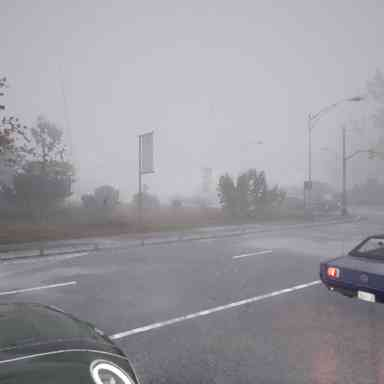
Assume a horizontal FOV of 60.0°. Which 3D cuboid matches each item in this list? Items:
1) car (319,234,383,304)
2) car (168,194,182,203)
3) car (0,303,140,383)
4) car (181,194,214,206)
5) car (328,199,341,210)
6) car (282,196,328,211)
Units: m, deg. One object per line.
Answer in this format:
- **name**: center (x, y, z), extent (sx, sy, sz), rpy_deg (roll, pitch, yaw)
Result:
- **car**: center (4.942, 1.573, 7.254), extent (4.718, 1.301, 1.895), rpy_deg (0, 0, -35)
- **car**: center (-2.235, 1.119, 58.895), extent (2.097, 1.767, 4.553), rpy_deg (-1, 0, -38)
- **car**: center (-2.531, 1.352, 1.918), extent (4.553, 1.767, 2.097), rpy_deg (0, 0, -36)
- **car**: center (1.144, 1.285, 49.021), extent (2.128, 1.511, 4.902), rpy_deg (-1, 0, -39)
- **car**: center (14.461, 1.247, 37.959), extent (2.128, 1.511, 4.902), rpy_deg (-1, 0, -39)
- **car**: center (11.655, 1.289, 35.851), extent (1.837, 1.490, 4.892), rpy_deg (0, 1, -38)
